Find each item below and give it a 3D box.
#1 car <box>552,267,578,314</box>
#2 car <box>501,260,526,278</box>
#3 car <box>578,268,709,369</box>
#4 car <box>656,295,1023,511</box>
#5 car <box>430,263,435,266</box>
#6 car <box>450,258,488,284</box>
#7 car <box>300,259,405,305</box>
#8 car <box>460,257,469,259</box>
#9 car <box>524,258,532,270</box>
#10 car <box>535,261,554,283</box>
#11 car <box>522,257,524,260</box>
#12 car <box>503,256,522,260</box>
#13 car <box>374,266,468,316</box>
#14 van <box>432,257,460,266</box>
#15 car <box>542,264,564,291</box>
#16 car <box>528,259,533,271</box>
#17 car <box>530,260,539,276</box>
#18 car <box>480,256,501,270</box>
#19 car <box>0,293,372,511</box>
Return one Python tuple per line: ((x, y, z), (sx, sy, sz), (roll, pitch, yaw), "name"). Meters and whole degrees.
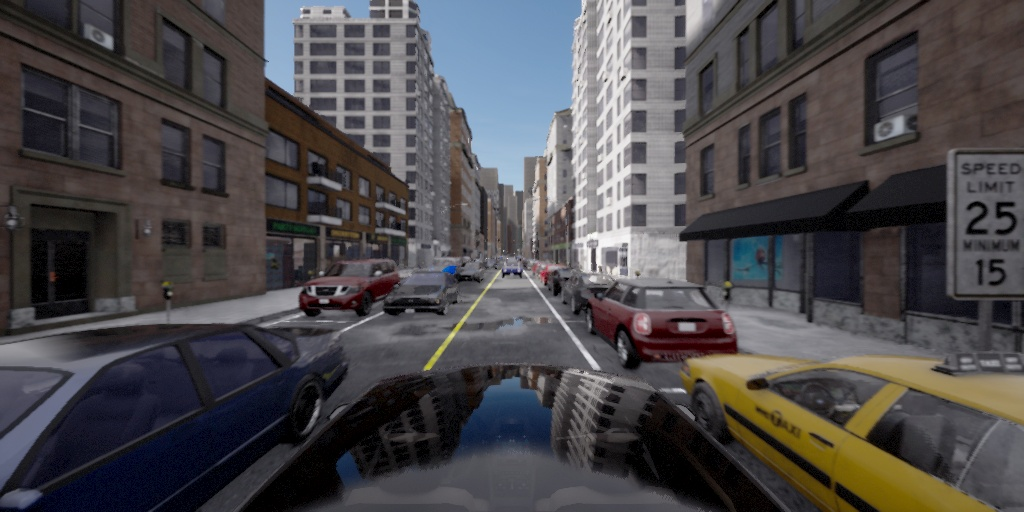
((2.860, 1.276, 13.323), (2.007, 1.370, 4.403), (0, 0, 0), "car")
((0.017, 1.279, 32.834), (1.895, 1.301, 4.718), (0, 0, 0), "car")
((2.859, 1.177, 7.797), (1.967, 1.591, 4.097), (0, 0, 0), "car")
((2.858, 1.274, 2.442), (1.751, 1.417, 4.829), (0, 0, 0), "car")
((-5.665, 1.264, 18.852), (2.007, 1.370, 4.403), (0, 0, 0), "car")
((-3.072, 1.193, 26.754), (1.837, 1.490, 4.892), (0, 2, 1), "car")
((-5.666, 1.041, 13.326), (2.192, 1.841, 5.009), (0, 0, 0), "car")
((-5.662, 0.987, 35.430), (2.192, 1.841, 5.009), (0, 0, 0), "car")
((2.865, 1.191, 46.480), (2.007, 1.370, 4.403), (0, 0, 0), "car")
((2.862, 1.244, 24.376), (1.888, 1.381, 4.507), (0, 0, 0), "car")
((2.866, 1.174, 52.006), (2.007, 1.370, 4.403), (0, 0, 0), "car")
((0.074, 1.110, 49.199), (1.882, 1.535, 5.008), (0, 0, 0), "car")
((-3.093, 1.273, 13.483), (2.033, 1.411, 5.357), (0, 0, 0), "car")
((-5.663, 1.027, 29.904), (1.690, 1.789, 3.998), (0, 0, 0), "van")
((2.861, 1.278, 18.850), (1.948, 1.339, 4.313), (0, 0, 0), "car")
((2.863, 1.253, 35.428), (1.802, 1.307, 4.207), (0, 0, 0), "car")
((2.863, 1.236, 29.902), (2.007, 1.370, 4.403), (0, 0, 0), "car")
((-2.992, 1.157, 50.636), (2.128, 1.511, 4.902), (0, 0, 0), "car")
((-3.096, 1.296, 2.573), (2.033, 1.411, 5.357), (0, 0, 0), "car")
